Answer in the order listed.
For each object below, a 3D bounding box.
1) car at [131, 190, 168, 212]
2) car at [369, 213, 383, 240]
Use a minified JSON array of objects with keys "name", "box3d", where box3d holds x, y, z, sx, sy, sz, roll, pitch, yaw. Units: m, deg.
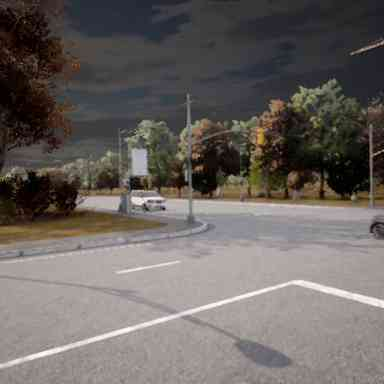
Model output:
[{"name":"car","box3d":[-4.534,0.847,33.662,2.150,2.045,5.566,-2,2,-32]},{"name":"car","box3d":[8.942,1.195,12.353,1.994,1.385,4.181,-2,1,-32]}]
